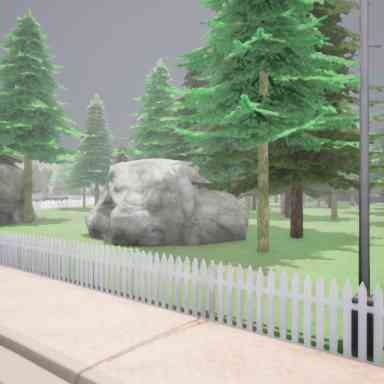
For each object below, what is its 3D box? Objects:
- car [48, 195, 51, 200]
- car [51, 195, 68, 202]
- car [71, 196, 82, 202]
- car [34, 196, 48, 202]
[{"bbox_3d":[-35.935,1.432,81.941,5.357,1.411,2.033,0,0,44],"label":"car"},{"bbox_3d":[-27.824,1.441,69.575,2.128,1.511,4.902,0,0,-24],"label":"car"},{"bbox_3d":[-24.648,1.512,71.044,1.895,1.301,4.718,0,0,-24],"label":"car"},{"bbox_3d":[-32.979,1.466,72.109,1.812,1.442,4.674,0,0,-28],"label":"car"}]
